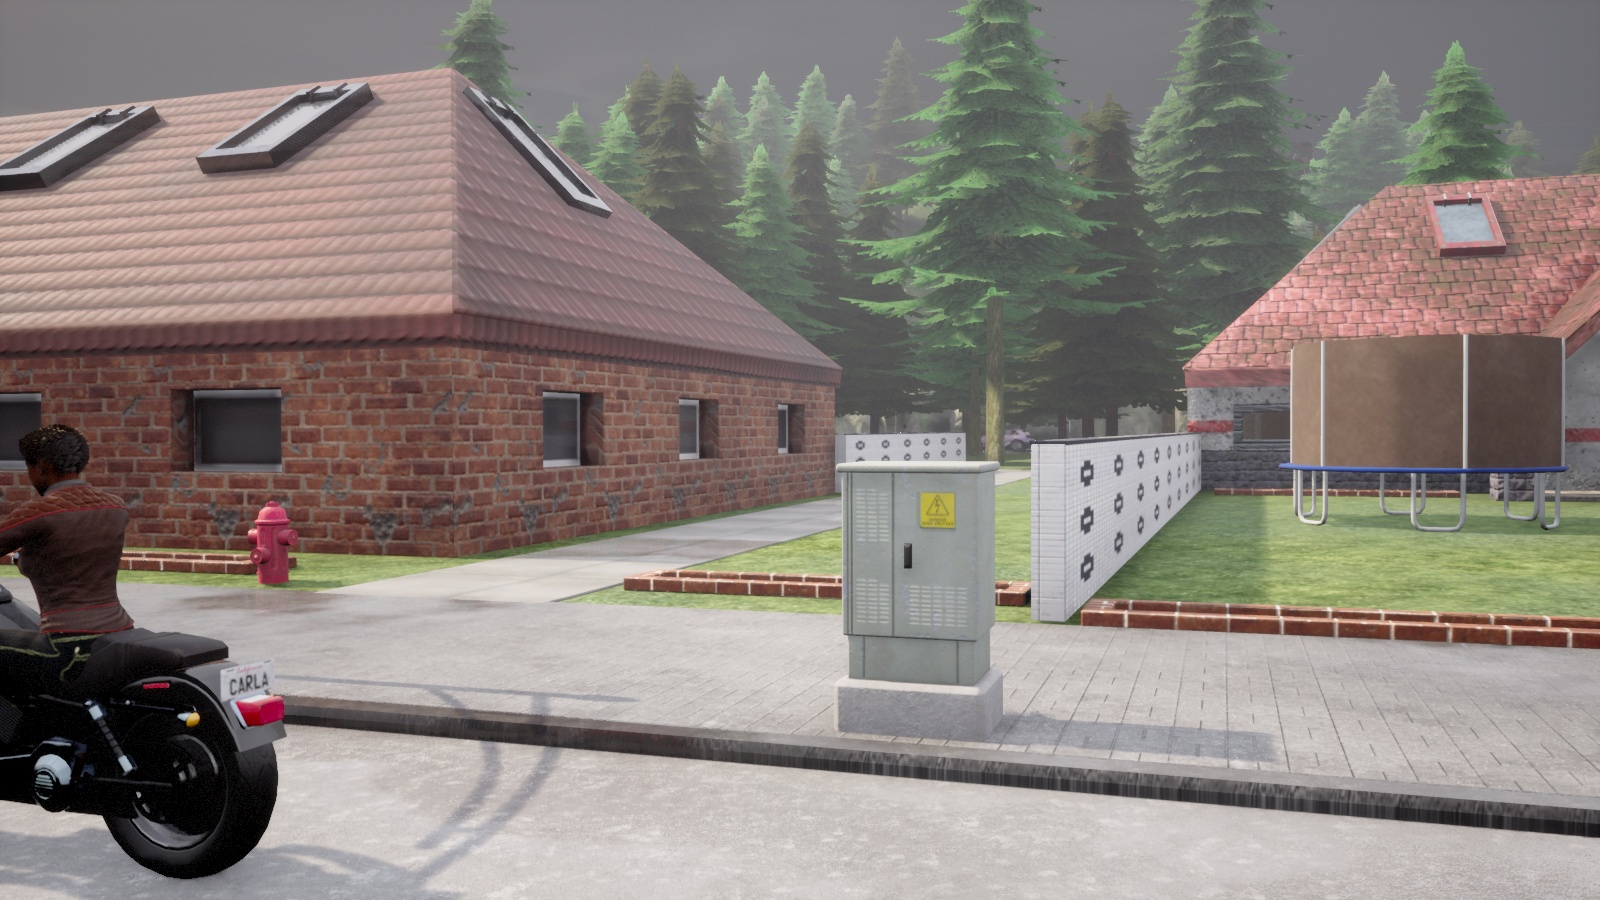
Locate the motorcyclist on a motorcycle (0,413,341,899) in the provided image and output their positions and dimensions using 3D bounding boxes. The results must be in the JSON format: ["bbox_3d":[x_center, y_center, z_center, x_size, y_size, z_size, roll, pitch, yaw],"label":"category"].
[{"bbox_3d":[-2.956,0.690,4.713,2.350,1.649,0.766,1,1,19],"label":"motorcyclist on a motorcycle"}]

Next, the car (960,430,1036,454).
[{"bbox_3d":[13.542,-0.568,85.856,4.856,1.649,2.033,0,1,19],"label":"car"}]
